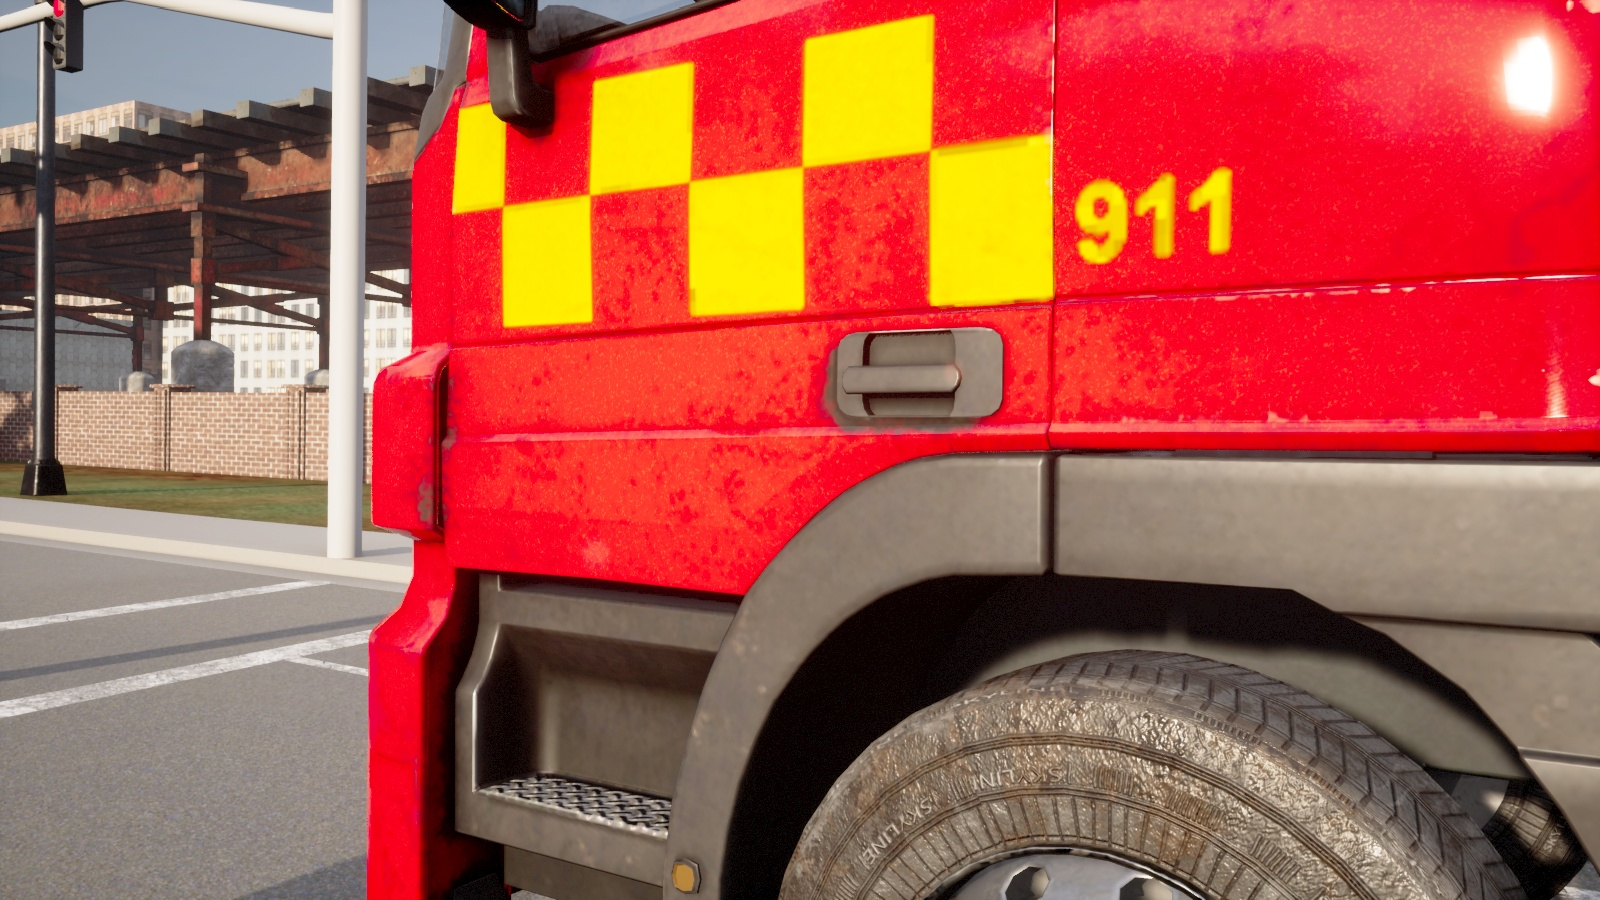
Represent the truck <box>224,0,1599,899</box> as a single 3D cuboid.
[{"bbox_3d":[3.107,-0.482,1.535,8.468,3.827,2.891,0,1,34],"label":"truck"}]
